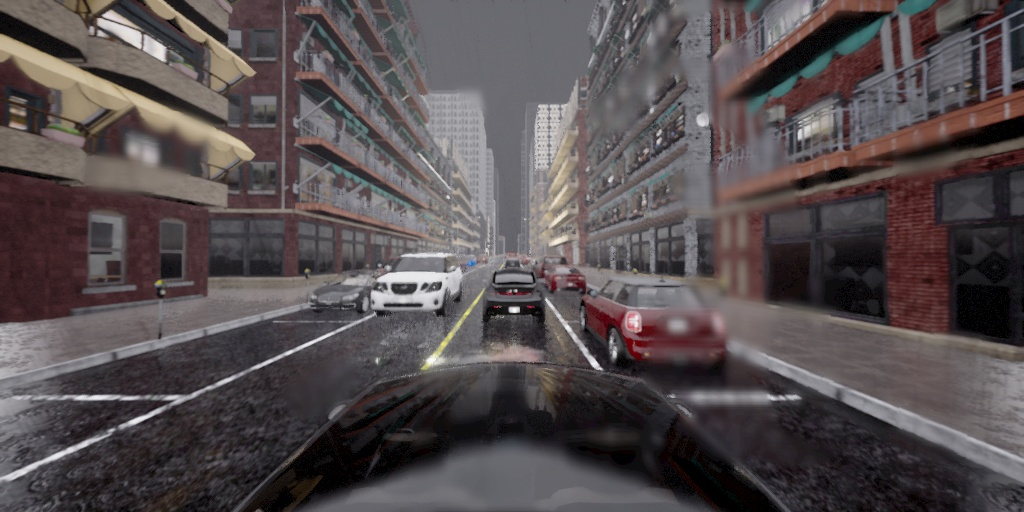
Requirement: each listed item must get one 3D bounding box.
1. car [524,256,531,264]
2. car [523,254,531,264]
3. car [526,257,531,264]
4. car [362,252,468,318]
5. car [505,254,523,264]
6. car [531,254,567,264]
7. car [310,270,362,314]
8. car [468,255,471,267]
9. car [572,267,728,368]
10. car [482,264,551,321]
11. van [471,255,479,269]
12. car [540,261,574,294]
[{"bbox_3d":[2.698,0.958,41.205,1.751,1.417,4.829,0,0,0],"label":"car"},{"bbox_3d":[2.700,0.842,57.656,1.888,1.381,4.507,0,0,0],"label":"car"},{"bbox_3d":[2.696,1.028,35.495,2.007,1.370,4.403,0,0,0],"label":"car"},{"bbox_3d":[-3.098,0.883,12.938,2.150,2.045,5.566,0,0,0],"label":"car"},{"bbox_3d":[0.106,0.865,46.666,1.882,1.535,5.008,0,0,0],"label":"car"},{"bbox_3d":[2.695,0.883,24.414,2.192,1.841,5.009,0,0,0],"label":"car"},{"bbox_3d":[-5.688,1.209,13.282,2.007,1.370,4.403,0,0,0],"label":"car"},{"bbox_3d":[-5.685,0.794,35.443,2.192,1.841,5.009,0,0,0],"label":"car"},{"bbox_3d":[2.692,1.142,7.793,1.967,1.591,4.097,0,0,0],"label":"car"},{"bbox_3d":[0.045,1.173,12.037,1.837,1.490,4.892,0,0,0],"label":"car"},{"bbox_3d":[-5.683,0.729,46.524,1.690,1.789,3.998,0,0,0],"label":"van"},{"bbox_3d":[2.694,1.158,18.875,1.888,1.381,4.507,0,0,0],"label":"car"}]
